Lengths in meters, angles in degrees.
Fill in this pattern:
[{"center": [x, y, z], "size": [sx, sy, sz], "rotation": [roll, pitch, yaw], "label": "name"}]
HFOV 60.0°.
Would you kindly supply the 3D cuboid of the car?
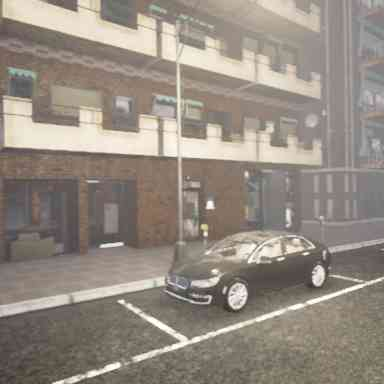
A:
[{"center": [1.455, 1.605, 7.662], "size": [4.403, 1.369, 2.008], "rotation": [0, -1, -36], "label": "car"}]
